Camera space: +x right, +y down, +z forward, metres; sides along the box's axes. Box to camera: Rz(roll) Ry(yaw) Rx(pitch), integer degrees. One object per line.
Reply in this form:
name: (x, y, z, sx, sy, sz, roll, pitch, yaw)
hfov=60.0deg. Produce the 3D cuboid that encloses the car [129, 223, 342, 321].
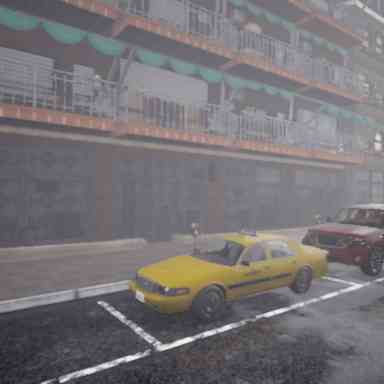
car: (1.048, 1.530, 7.291, 4.829, 1.417, 1.752, 0, 1, -35)

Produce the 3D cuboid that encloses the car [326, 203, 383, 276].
car: (5.699, 1.324, 10.605, 5.009, 1.841, 2.192, 0, 1, -35)
